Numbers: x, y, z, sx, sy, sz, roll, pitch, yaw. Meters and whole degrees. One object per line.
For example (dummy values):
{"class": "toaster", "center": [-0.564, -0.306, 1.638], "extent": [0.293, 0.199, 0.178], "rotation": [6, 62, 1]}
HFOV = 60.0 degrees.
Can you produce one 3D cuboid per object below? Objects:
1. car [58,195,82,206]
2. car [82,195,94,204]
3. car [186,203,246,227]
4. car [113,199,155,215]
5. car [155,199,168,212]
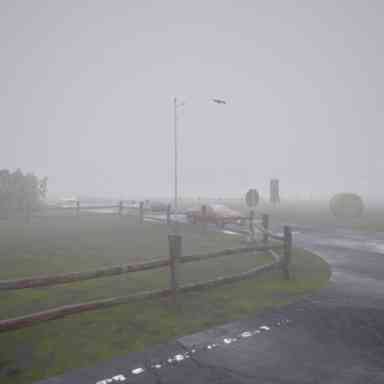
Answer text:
{"class": "car", "center": [-18.225, 1.146, 48.722], "extent": [1.882, 1.535, 5.008], "rotation": [-1, 1, -36]}
{"class": "car", "center": [-16.821, 1.174, 51.630], "extent": [2.033, 1.411, 5.357], "rotation": [-1, 1, -36]}
{"class": "car", "center": [1.406, 1.432, 21.493], "extent": [1.812, 1.442, 4.674], "rotation": [-1, 1, -36]}
{"class": "car", "center": [-5.688, 1.424, 31.290], "extent": [1.895, 1.301, 4.718], "rotation": [-1, 1, -36]}
{"class": "car", "center": [-4.542, 1.378, 34.741], "extent": [1.895, 1.301, 4.718], "rotation": [-1, 1, -36]}
